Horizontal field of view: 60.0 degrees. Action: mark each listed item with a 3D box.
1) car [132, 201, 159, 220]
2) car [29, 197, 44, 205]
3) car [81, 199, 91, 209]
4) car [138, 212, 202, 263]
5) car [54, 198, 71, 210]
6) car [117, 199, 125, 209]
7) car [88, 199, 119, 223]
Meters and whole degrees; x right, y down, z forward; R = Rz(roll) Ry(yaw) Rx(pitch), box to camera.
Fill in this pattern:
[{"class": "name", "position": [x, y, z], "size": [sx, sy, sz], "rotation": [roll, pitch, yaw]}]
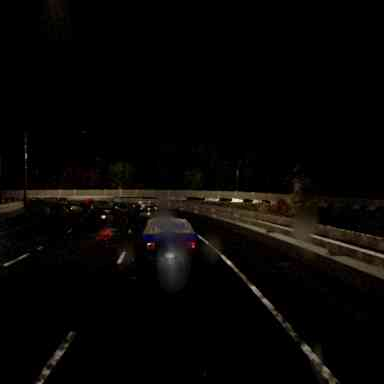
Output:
[{"class": "car", "position": [-4.104, 1.550, 29.081], "size": [2.128, 1.511, 4.902], "rotation": [0, 0, -15]}, {"class": "car", "position": [-31.312, 1.751, 66.850], "size": [2.128, 1.511, 4.902], "rotation": [0, 0, -40]}, {"class": "car", "position": [-14.562, 1.654, 47.042], "size": [1.812, 1.442, 4.674], "rotation": [0, 0, -26]}, {"class": "car", "position": [-0.879, 1.622, 12.088], "size": [1.895, 1.301, 4.718], "rotation": [0, 0, -7]}, {"class": "car", "position": [-17.948, 1.645, 46.020], "size": [1.837, 1.490, 4.892], "rotation": [0, 0, -26]}, {"class": "car", "position": [-10.973, 1.678, 47.576], "size": [1.994, 1.385, 4.181], "rotation": [0, 0, -25]}, {"class": "car", "position": [-7.018, 1.571, 26.482], "size": [1.837, 1.490, 4.892], "rotation": [0, -1, -14]}]
